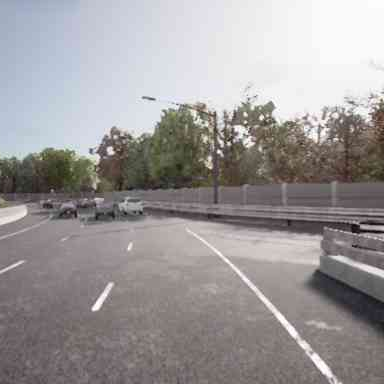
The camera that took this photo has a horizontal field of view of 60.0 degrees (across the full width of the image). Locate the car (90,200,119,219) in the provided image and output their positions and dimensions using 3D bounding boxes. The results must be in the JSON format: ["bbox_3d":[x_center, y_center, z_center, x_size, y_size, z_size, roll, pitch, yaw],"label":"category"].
[{"bbox_3d":[-9.095,1.897,34.307,2.128,1.511,4.902,0,-1,-18],"label":"car"}]

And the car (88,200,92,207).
[{"bbox_3d":[-20.091,2.274,64.200,2.128,1.511,4.902,0,-1,-33],"label":"car"}]

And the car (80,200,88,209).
[{"bbox_3d":[-20.321,2.329,58.329,1.895,1.301,4.718,0,-1,-33],"label":"car"}]

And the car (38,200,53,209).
[{"bbox_3d":[-27.846,2.340,63.050,1.837,1.490,4.892,1,-1,-36],"label":"car"}]

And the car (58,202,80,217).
[{"bbox_3d":[-14.021,2.003,37.660,1.812,1.442,4.674,0,-1,-21],"label":"car"}]

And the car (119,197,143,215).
[{"bbox_3d":[-7.492,1.671,40.261,2.150,2.045,5.566,0,-1,-22],"label":"car"}]
